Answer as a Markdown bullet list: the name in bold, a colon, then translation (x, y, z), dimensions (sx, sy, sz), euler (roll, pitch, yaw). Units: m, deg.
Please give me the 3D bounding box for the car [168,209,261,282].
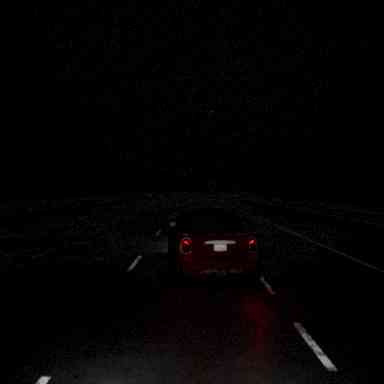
- **car**: translation (0.422, 1.279, 9.750), dimensions (2.097, 1.767, 4.553), euler (0, 0, -6)
